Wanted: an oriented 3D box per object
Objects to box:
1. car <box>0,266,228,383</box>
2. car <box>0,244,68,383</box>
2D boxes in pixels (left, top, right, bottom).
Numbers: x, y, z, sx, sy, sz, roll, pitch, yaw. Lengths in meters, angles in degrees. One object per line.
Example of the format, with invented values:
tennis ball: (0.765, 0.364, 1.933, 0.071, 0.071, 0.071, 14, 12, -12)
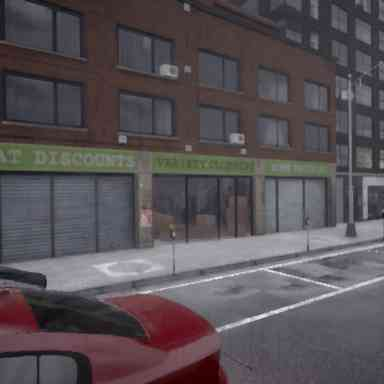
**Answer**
car: (-2.052, 1.480, 1.916, 5.008, 1.535, 1.882, 0, 0, -35)
car: (-3.903, 1.569, 3.760, 4.313, 1.339, 1.947, 0, 0, -35)
